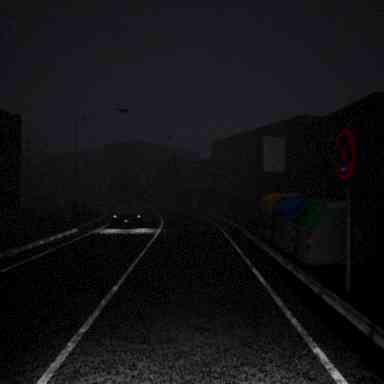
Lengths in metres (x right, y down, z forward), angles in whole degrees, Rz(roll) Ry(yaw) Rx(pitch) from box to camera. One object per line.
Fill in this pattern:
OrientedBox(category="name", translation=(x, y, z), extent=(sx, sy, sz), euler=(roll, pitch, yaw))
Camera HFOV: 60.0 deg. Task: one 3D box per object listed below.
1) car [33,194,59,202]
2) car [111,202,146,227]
OrientedBox(category="car", translation=(-24.971, 1.062, 56.825), extent=(4.718, 1.301, 1.895), euler=(1, 0, 30))
OrientedBox(category="car", translation=(-4.003, 1.392, 21.555), extent=(1.812, 1.442, 4.674), euler=(0, 0, -5))
